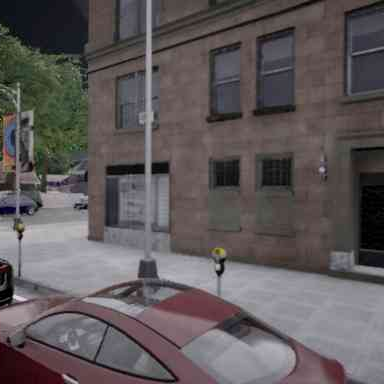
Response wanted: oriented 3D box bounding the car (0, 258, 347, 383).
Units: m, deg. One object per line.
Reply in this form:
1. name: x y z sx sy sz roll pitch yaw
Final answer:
1. car: -0.666 1.565 3.285 4.206 1.307 1.802 1 0 35

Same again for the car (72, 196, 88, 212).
1. car: -9.749 1.261 34.006 1.895 1.301 4.718 1 1 36

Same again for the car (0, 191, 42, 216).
1. car: -14.967 1.062 26.683 2.097 1.767 4.553 1 1 35

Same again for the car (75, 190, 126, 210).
1. car: -10.462 0.838 38.572 2.150 2.045 5.566 1 1 35
